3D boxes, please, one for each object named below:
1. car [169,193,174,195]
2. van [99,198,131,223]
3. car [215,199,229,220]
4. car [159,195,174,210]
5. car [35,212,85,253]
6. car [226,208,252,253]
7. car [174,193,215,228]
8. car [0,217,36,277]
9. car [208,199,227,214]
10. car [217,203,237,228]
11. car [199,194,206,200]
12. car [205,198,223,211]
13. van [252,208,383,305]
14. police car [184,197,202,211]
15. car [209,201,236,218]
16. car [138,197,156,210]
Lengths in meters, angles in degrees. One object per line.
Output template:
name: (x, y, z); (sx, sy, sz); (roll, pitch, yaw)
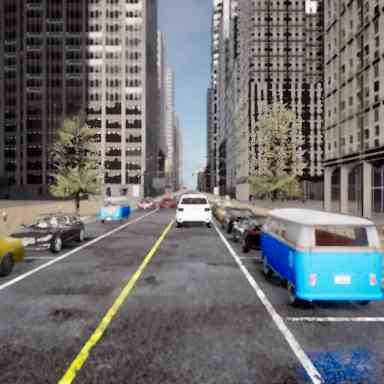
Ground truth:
car: (-5.693, 1.295, 91.082); (1.967, 1.590, 4.097); (0, 0, 0)
van: (-5.664, 1.328, 24.813); (1.690, 1.788, 3.998); (0, 0, 0)
car: (2.717, 1.512, 24.976); (1.752, 1.417, 4.829); (0, 0, 0)
car: (-2.988, 1.443, 41.942); (1.882, 1.535, 5.008); (0, 0, 1)
car: (-5.676, 1.545, 13.476); (2.008, 1.369, 4.403); (0, 0, 0)
car: (2.705, 1.561, 13.469); (1.947, 1.339, 4.313); (0, 0, 0)
car: (0.123, 1.212, 22.499); (2.150, 2.045, 5.566); (0, 0, 0)
car: (-5.681, 1.523, 7.639); (1.752, 1.417, 4.829); (0, 0, 0)
car: (2.728, 1.499, 36.315); (1.752, 1.417, 4.829); (0, 0, 0)
car: (2.711, 1.557, 19.137); (1.947, 1.339, 4.313); (0, 0, 0)
car: (2.879, 1.295, 91.073); (1.967, 1.590, 4.097); (0, 0, 0)
car: (2.733, 1.517, 41.812); (2.008, 1.369, 4.403); (0, 0, 0)
van: (2.700, 1.339, 7.800); (1.690, 1.788, 3.998); (0, 0, 0)
police car: (0.142, 1.471, 41.255); (2.038, 1.542, 4.974); (0, 0, 0)
car: (2.722, 1.532, 30.474); (2.008, 1.369, 4.403); (0, 0, 0)
car: (-5.647, 1.406, 41.819); (1.967, 1.590, 4.097); (0, 0, 0)
